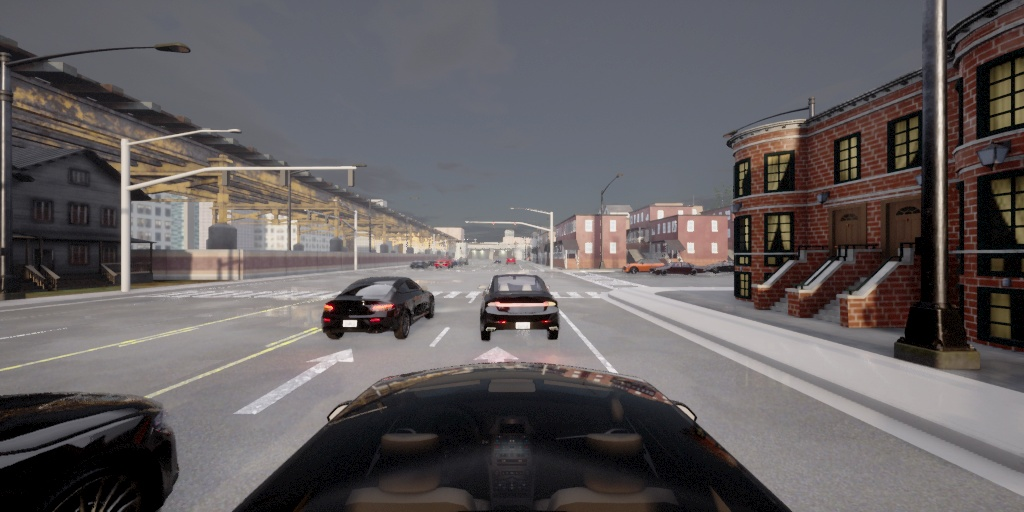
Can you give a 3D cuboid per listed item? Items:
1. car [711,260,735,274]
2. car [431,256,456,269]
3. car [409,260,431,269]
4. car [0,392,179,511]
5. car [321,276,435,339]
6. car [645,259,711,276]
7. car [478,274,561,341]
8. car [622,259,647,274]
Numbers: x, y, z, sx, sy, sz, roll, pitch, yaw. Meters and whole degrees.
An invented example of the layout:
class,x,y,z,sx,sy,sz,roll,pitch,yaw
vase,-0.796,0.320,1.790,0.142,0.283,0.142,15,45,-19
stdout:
class,x,y,z,sx,sy,sz,roll,pitch,yaw
car,23.889,1.241,40.242,4.902,1.511,2.128,0,0,0
car,-10.740,0.974,56.854,2.150,2.045,5.566,0,0,-1
car,-14.235,1.314,54.859,1.994,1.385,4.181,0,0,0
car,-3.395,1.240,0.640,2.128,1.511,4.902,0,0,0
car,-3.450,1.276,9.951,1.812,1.442,4.674,0,0,0
car,16.898,1.297,36.730,5.357,1.411,2.033,0,0,0
car,0.092,1.242,9.918,2.128,1.511,4.902,0,0,-3
car,14.742,1.102,40.214,4.553,1.767,2.097,0,0,0
